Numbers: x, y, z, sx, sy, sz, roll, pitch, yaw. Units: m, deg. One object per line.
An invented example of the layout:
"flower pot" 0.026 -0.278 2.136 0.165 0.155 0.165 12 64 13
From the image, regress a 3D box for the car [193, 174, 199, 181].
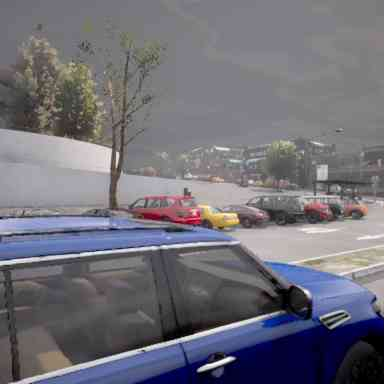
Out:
"car" 3.273 -3.849 92.035 2.185 1.767 4.553 6 3 34

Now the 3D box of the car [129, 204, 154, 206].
"car" -4.528 1.525 17.012 4.792 1.488 2.163 -1 -1 34

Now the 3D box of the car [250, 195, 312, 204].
"car" 5.265 1.264 23.977 5.566 2.045 2.435 -1 -1 35

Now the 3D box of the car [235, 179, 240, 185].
"car" 12.034 -2.315 79.806 2.002 1.452 4.674 7 3 35

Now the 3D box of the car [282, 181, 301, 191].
"car" 20.680 -0.991 67.466 2.231 1.521 4.892 7 3 35

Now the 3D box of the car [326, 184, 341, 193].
"car" 25.897 -0.424 60.084 2.435 2.045 5.566 7 3 35

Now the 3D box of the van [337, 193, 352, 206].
"van" 10.314 1.298 27.356 4.442 1.987 1.878 -1 -1 35

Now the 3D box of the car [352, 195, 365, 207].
"car" 12.722 1.405 29.108 4.553 1.767 2.185 -1 -1 35

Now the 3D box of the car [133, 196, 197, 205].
"car" -2.084 1.249 18.759 5.566 2.045 2.435 -1 -1 34

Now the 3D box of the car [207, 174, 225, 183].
"car" 6.922 -3.174 87.312 1.946 1.575 5.366 7 3 34

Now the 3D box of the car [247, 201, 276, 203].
"car" 2.839 1.550 22.218 4.674 1.452 2.002 -1 -1 35

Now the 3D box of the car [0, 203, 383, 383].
"car" -0.551 1.221 2.742 5.566 2.045 2.150 0 0 -36

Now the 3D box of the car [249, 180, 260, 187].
"car" 15.611 -1.810 75.026 1.946 1.575 5.366 7 3 35

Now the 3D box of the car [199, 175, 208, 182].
"car" 5.069 -3.697 89.570 2.435 2.045 5.566 7 3 34

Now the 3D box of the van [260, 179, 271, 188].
"van" 17.188 -1.762 72.297 1.878 1.987 4.442 7 4 35

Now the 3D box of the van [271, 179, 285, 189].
"van" 18.919 -1.489 69.827 1.878 1.987 4.442 7 4 35

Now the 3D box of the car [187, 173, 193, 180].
"car" 1.541 -4.083 94.503 2.185 1.767 4.553 4 1 33

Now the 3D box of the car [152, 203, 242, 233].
"car" 0.234 1.504 20.588 5.366 1.575 1.946 -1 -1 35

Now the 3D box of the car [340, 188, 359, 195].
"car" 27.590 0.138 57.613 2.002 1.452 4.674 7 3 35

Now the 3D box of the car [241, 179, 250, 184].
"car" 13.778 -2.042 77.345 2.002 1.452 4.674 7 4 35

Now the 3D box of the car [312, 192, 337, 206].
"car" 7.777 1.268 25.684 5.566 2.045 2.435 -1 -1 35
